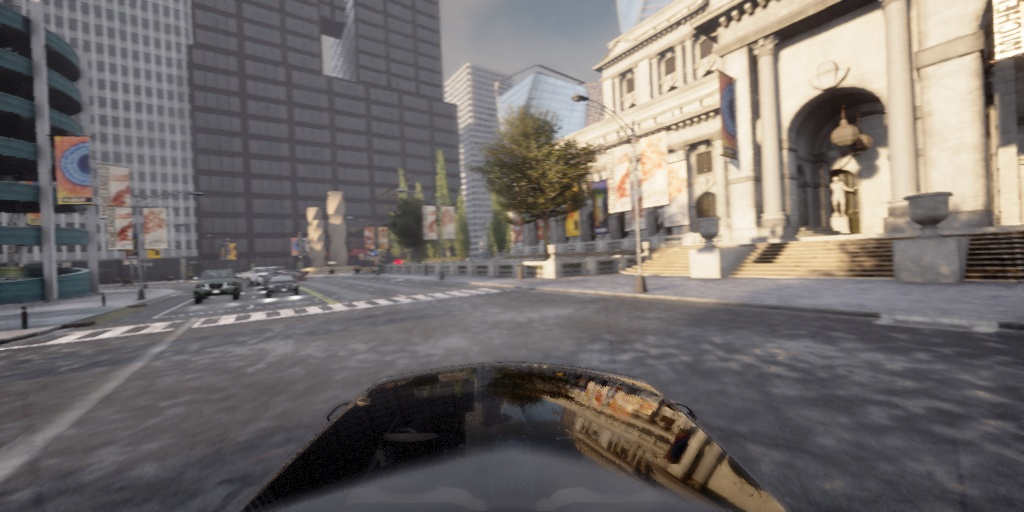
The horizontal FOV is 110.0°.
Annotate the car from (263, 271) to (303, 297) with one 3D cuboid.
[{"bbox_3d":[-16.527,2.042,25.738,1.812,1.442,4.674,-3,0,-35],"label":"car"}]

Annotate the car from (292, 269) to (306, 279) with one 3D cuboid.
[{"bbox_3d":[-33.077,2.769,53.707,4.902,1.511,2.128,-3,0,26],"label":"car"}]

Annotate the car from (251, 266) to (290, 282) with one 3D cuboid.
[{"bbox_3d":[-33.737,2.538,50.066,5.566,2.045,2.150,-3,0,30],"label":"car"}]

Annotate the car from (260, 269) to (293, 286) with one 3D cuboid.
[{"bbox_3d":[-21.906,2.272,33.263,1.837,1.490,4.892,-3,0,-37],"label":"car"}]

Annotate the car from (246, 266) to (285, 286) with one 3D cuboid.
[{"bbox_3d":[-28.621,2.303,41.437,5.566,2.045,2.150,-3,0,44],"label":"car"}]

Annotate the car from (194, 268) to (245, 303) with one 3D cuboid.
[{"bbox_3d":[-19.652,1.895,24.107,2.150,2.045,5.566,-3,0,-35],"label":"car"}]
